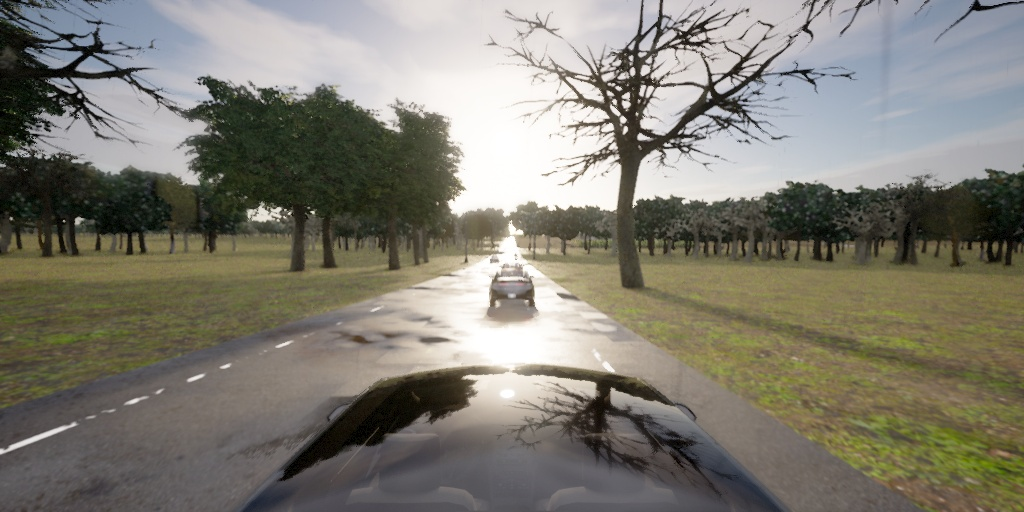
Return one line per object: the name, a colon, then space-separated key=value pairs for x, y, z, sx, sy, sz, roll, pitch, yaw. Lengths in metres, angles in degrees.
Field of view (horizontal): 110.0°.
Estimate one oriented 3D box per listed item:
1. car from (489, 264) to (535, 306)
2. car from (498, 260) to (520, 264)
car: x=0.003 y=1.303 z=16.123 sx=2.128 sy=1.511 sz=4.902 roll=0 pitch=0 yaw=0
car: x=0.004 y=1.231 z=31.318 sx=1.882 sy=1.535 sz=5.008 roll=0 pitch=1 yaw=0
